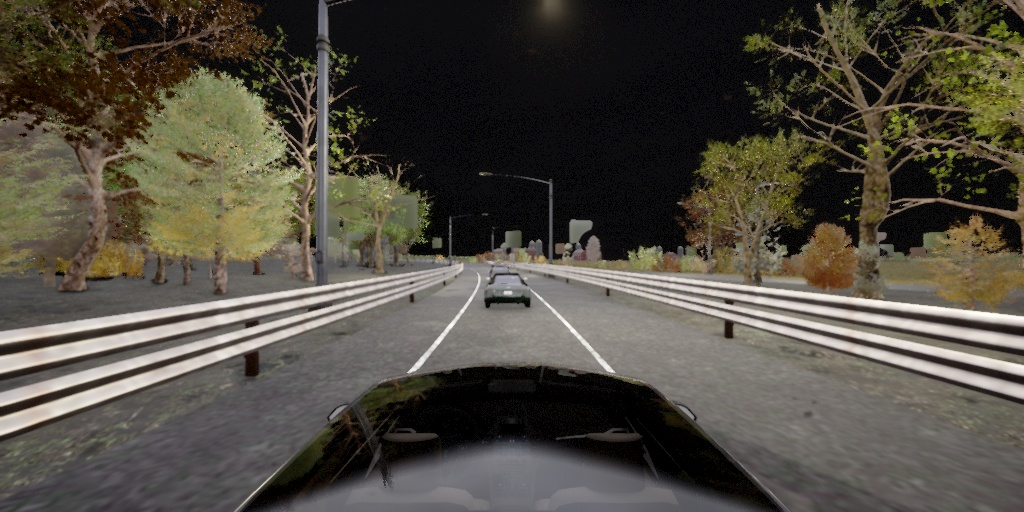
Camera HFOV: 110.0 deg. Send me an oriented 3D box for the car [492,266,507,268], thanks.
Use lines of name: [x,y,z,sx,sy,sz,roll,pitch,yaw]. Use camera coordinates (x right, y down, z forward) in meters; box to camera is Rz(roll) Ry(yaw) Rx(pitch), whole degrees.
car: [-1.065,1.553,30.995,2.033,1.411,5.357,0,0,-4]

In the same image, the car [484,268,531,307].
car: [-0.230,1.445,16.271,1.994,1.385,4.181,0,0,-2]
